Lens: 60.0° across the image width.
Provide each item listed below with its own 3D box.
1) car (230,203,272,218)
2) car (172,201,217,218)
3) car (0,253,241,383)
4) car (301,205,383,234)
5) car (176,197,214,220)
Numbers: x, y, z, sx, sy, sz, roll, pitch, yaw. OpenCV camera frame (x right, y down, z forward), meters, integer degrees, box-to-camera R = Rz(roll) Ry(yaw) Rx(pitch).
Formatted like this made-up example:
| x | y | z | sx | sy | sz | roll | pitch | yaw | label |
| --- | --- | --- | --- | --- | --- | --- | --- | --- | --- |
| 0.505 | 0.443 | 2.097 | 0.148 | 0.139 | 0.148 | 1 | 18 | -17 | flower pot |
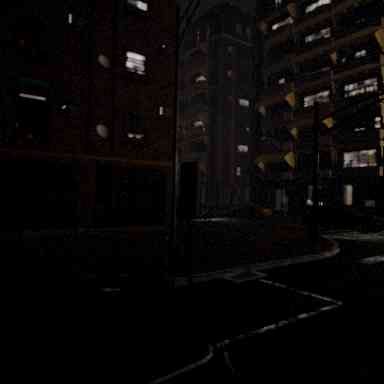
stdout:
| x | y | z | sx | sy | sz | roll | pitch | yaw | label |
| --- | --- | --- | --- | --- | --- | --- | --- | --- | --- |
| 5.878 | 1.823 | 33.786 | 1.752 | 1.417 | 4.829 | 2 | -1 | -35 | car |
| 0.146 | 1.669 | 32.519 | 1.837 | 1.490 | 4.892 | 2 | -2 | -35 | car |
| -1.833 | 1.349 | 1.753 | 4.553 | 1.767 | 2.097 | 0 | 0 | -35 | car |
| 9.134 | 1.598 | 20.237 | 1.882 | 1.535 | 5.008 | 2 | -1 | -38 | car |
| -0.444 | 1.404 | 29.090 | 2.192 | 1.841 | 5.009 | 2 | -1 | -35 | car |
